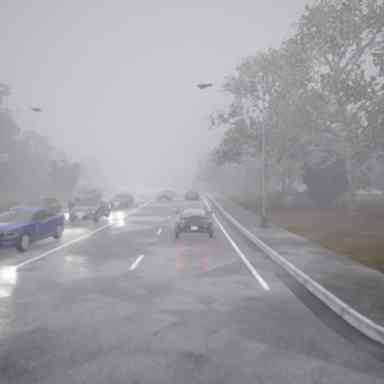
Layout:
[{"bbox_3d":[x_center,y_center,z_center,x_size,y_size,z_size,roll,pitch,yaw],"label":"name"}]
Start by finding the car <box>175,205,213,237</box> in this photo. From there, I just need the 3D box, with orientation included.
[{"bbox_3d":[0.095,1.422,17.361,1.812,1.442,4.674,0,1,0],"label":"car"}]

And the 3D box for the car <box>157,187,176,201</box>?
[{"bbox_3d":[-3.512,0.476,43.823,1.895,1.301,4.718,0,3,0],"label":"car"}]

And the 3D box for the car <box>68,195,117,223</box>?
[{"bbox_3d":[-7.092,1.240,23.511,2.128,1.511,4.902,0,2,0],"label":"car"}]

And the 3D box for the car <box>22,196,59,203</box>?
[{"bbox_3d":[-10.591,1.122,22.764,2.097,1.767,4.553,0,2,0],"label":"car"}]

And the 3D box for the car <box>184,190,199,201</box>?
[{"bbox_3d":[-0.011,0.386,44.926,1.994,1.385,4.181,0,3,0],"label":"car"}]

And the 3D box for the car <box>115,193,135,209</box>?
[{"bbox_3d":[-7.031,0.864,33.561,2.128,1.511,4.902,0,3,1],"label":"car"}]

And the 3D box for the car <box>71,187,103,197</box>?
[{"bbox_3d":[-10.531,0.600,33.411,2.150,2.045,5.566,0,3,0],"label":"car"}]

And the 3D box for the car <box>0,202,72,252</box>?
[{"bbox_3d":[-7.091,1.426,14.040,1.882,1.535,5.008,0,1,1],"label":"car"}]

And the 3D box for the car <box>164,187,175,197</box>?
[{"bbox_3d":[-3.616,-0.081,53.720,1.812,1.442,4.674,0,3,-3],"label":"car"}]
